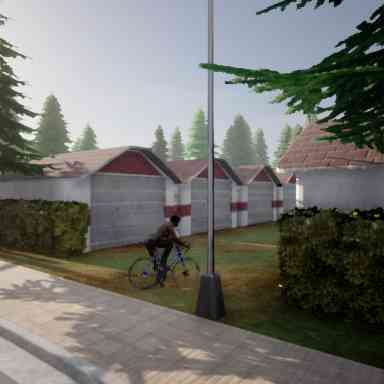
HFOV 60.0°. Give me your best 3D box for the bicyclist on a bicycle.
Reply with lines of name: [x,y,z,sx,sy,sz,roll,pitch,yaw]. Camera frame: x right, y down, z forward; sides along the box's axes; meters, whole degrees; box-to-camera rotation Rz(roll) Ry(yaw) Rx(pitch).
bicyclist on a bicycle: [-0.558,1.329,7.328,1.656,1.620,0.582,5,-5,-24]
